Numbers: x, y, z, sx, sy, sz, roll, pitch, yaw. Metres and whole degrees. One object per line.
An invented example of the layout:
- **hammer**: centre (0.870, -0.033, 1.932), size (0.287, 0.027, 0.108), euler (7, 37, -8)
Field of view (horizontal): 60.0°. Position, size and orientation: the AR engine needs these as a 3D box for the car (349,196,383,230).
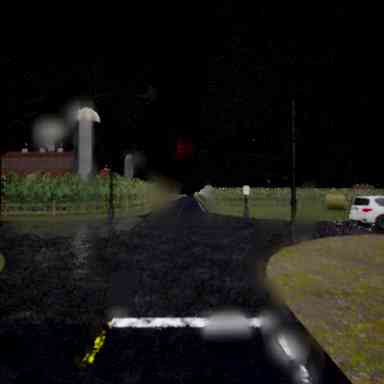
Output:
- **car**: centre (12.727, 1.279, 20.683), size (5.566, 2.045, 2.150), euler (0, -1, -4)
